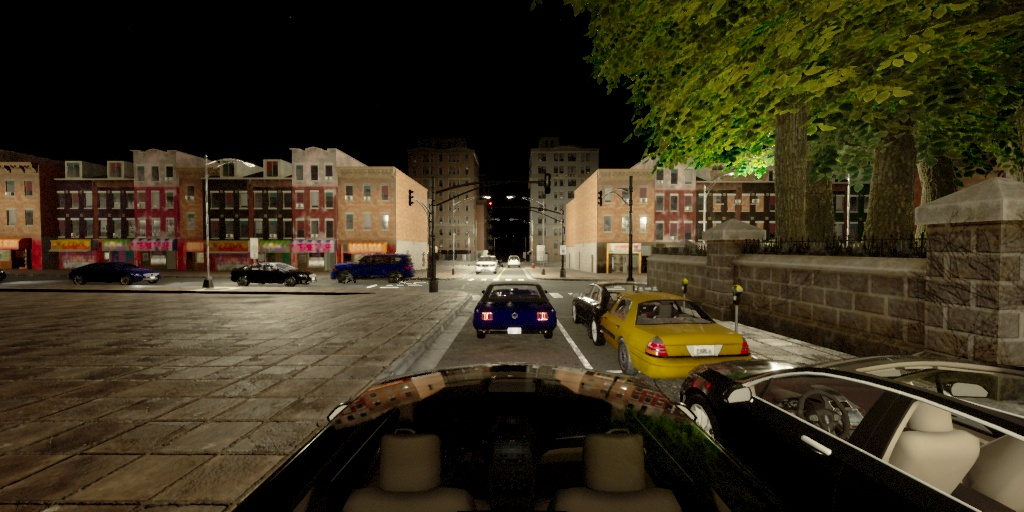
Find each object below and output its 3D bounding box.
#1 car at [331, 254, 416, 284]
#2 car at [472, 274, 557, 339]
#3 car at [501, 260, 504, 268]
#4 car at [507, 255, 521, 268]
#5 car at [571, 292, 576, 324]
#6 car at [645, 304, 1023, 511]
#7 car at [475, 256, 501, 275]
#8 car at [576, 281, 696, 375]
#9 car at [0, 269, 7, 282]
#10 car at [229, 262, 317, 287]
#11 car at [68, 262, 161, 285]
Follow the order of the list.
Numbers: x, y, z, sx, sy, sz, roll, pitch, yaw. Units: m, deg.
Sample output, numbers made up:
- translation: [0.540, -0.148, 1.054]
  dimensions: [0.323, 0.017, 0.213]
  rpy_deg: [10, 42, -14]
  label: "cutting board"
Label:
- translation: [-9.720, 0.882, 25.433]
  dimensions: [5.566, 2.045, 2.150]
  rpy_deg: [0, 2, -7]
  label: "car"
- translation: [0.072, 1.349, 10.066]
  dimensions: [1.895, 1.301, 4.718]
  rpy_deg: [0, 0, 0]
  label: "car"
- translation: [-2.491, 1.339, 64.735]
  dimensions: [2.033, 1.411, 5.357]
  rpy_deg: [0, 0, 1]
  label: "car"
- translation: [0.380, 1.012, 63.734]
  dimensions: [2.150, 2.045, 5.566]
  rpy_deg: [0, 0, 0]
  label: "car"
- translation: [2.658, 1.299, 9.262]
  dimensions: [2.007, 1.370, 4.403]
  rpy_deg: [0, 0, 0]
  label: "car"
- translation: [2.637, 1.300, 2.127]
  dimensions: [2.007, 1.370, 4.403]
  rpy_deg: [0, 0, 0]
  label: "car"
- translation: [-2.746, 0.984, 39.894]
  dimensions: [2.150, 2.045, 5.566]
  rpy_deg: [0, 0, 1]
  label: "car"
- translation: [2.684, 1.274, 7.289]
  dimensions: [1.751, 1.417, 4.829]
  rpy_deg: [0, 0, 0]
  label: "car"
- translation: [-35.283, 0.969, 22.768]
  dimensions: [4.674, 1.442, 1.812]
  rpy_deg: [1, 1, 1]
  label: "car"
- translation: [-15.035, 1.160, 22.721]
  dimensions: [4.902, 1.511, 2.128]
  rpy_deg: [1, 1, 0]
  label: "car"
- translation: [-25.140, 1.083, 22.741]
  dimensions: [4.674, 1.442, 1.812]
  rpy_deg: [1, 1, 0]
  label: "car"
